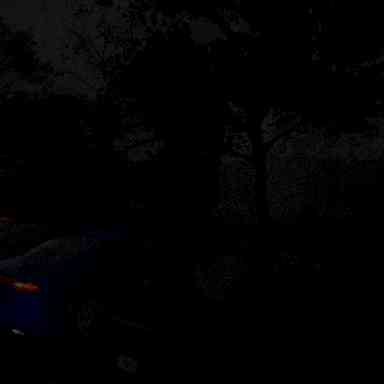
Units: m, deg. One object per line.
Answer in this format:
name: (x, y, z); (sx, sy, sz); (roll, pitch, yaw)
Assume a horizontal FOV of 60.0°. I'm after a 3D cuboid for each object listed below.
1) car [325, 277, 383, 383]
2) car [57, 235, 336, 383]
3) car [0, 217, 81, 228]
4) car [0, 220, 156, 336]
car: (3.193, 1.481, 3.475); (2.231, 1.521, 4.892); (0, 0, 35)
car: (0.818, 1.477, 5.170); (2.097, 1.535, 5.008); (0, 0, 35)
car: (-3.741, 1.474, 8.390); (2.163, 1.488, 4.792); (1, 0, 35)
car: (-1.454, 1.465, 6.789); (2.097, 1.535, 5.008); (0, 0, 35)
